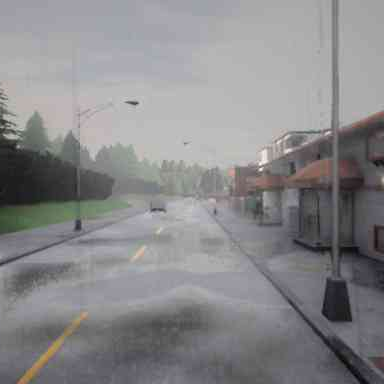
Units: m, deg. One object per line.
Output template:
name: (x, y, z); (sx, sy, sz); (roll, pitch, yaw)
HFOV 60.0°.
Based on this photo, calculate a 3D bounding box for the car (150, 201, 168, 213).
car: (-4.085, 1.891, 41.837); (2.033, 1.411, 5.357); (0, 0, 0)

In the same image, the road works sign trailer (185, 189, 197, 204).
road works sign trailer: (-0.033, 1.120, 80.063); (2.380, 3.560, 2.880); (0, 0, 0)
